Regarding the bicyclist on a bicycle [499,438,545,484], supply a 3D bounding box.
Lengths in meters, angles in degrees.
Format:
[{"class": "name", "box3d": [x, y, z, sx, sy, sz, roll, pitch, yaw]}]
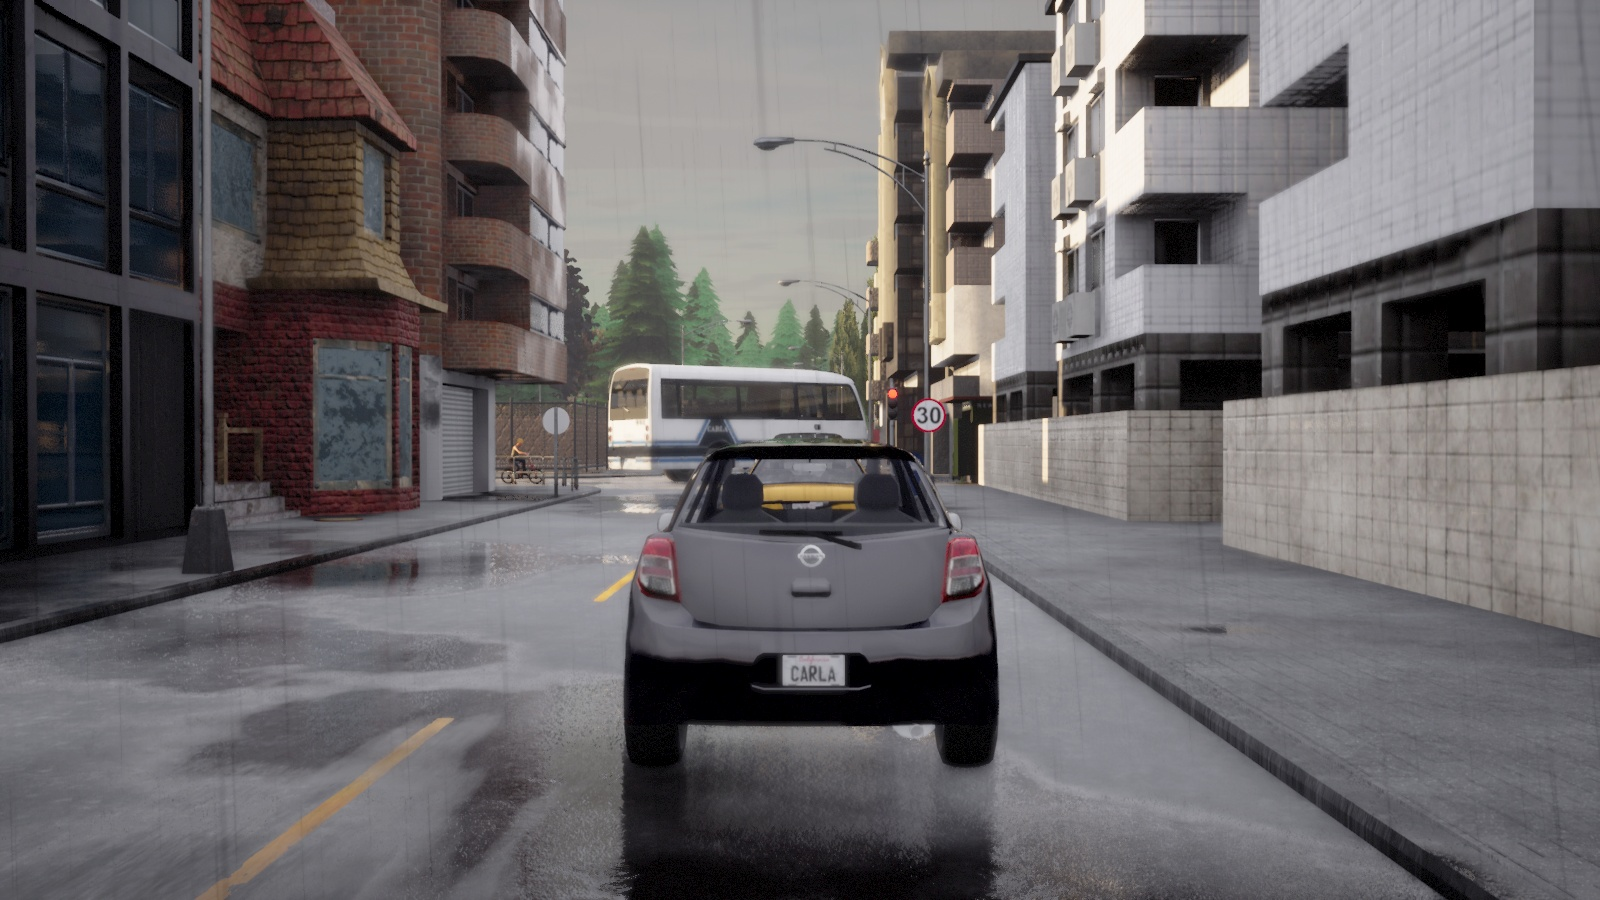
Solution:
[{"class": "bicyclist on a bicycle", "box3d": [-9.837, 0.384, 44.482, 1.509, 1.612, 0.866, 0, 0, -5]}]

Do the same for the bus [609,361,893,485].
[{"class": "bus", "box3d": [-1.671, -0.949, 47.460, 10.273, 4.253, 3.944, 0, 0, -37]}]

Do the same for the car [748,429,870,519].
[{"class": "car", "box3d": [0.164, 0.425, 25.348, 2.242, 1.667, 4.611, 0, 0, 0]}]

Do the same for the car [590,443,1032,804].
[{"class": "car", "box3d": [0.054, 0.714, 7.055, 1.845, 1.501, 3.633, 0, 0, 0]}]
